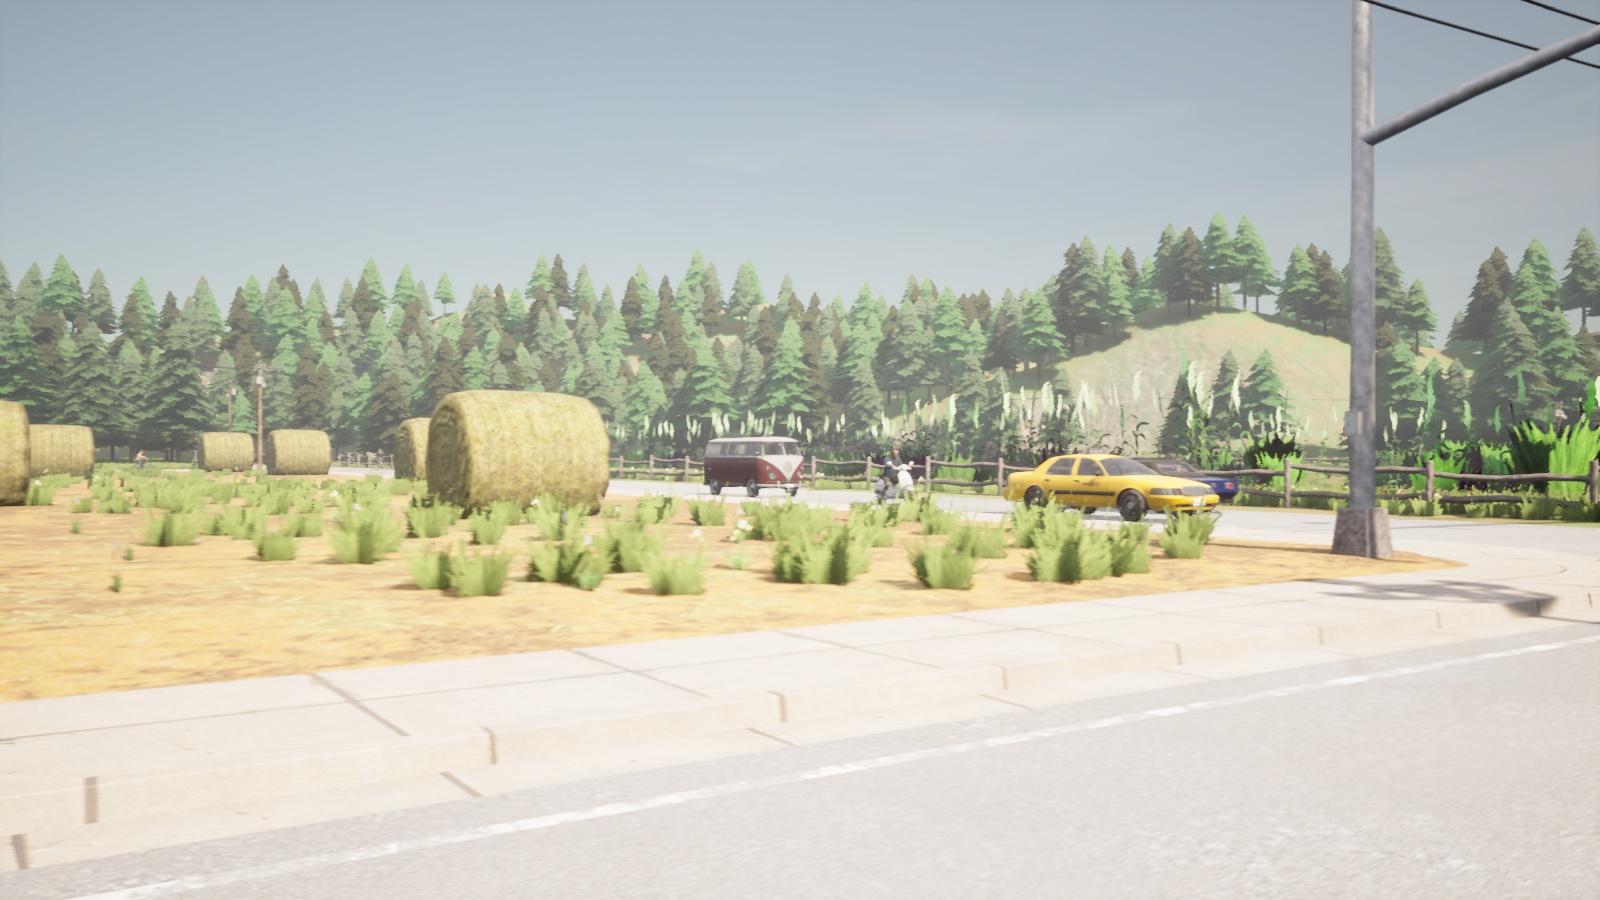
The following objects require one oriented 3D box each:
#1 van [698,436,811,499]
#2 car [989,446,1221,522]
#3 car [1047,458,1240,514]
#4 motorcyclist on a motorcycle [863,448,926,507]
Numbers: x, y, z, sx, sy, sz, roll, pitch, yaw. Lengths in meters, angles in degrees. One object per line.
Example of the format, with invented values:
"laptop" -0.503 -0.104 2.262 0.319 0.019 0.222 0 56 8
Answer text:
"van" -1.575 0.568 41.852 1.775 1.987 4.442 0 0 -32
"car" 6.750 0.704 28.466 1.801 1.575 5.366 0 0 -32
"car" 8.652 0.870 32.048 1.895 1.301 4.718 0 0 -32
"motorcyclist on a motorcycle" 2.626 0.743 35.102 0.866 1.590 1.817 0 0 -32
